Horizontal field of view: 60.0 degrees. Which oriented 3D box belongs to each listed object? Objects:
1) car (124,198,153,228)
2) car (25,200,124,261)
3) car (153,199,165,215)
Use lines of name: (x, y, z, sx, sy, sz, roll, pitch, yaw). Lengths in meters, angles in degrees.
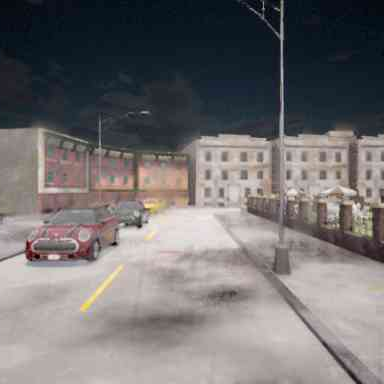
car: (-4.089, 1.319, 21.803, 2.097, 1.767, 4.553, 0, 0, 0)
car: (-4.091, 1.333, 12.090, 2.097, 1.767, 4.553, 0, 0, 0)
car: (-3.993, 1.428, 32.896, 1.882, 1.535, 5.008, 0, 0, 7)
